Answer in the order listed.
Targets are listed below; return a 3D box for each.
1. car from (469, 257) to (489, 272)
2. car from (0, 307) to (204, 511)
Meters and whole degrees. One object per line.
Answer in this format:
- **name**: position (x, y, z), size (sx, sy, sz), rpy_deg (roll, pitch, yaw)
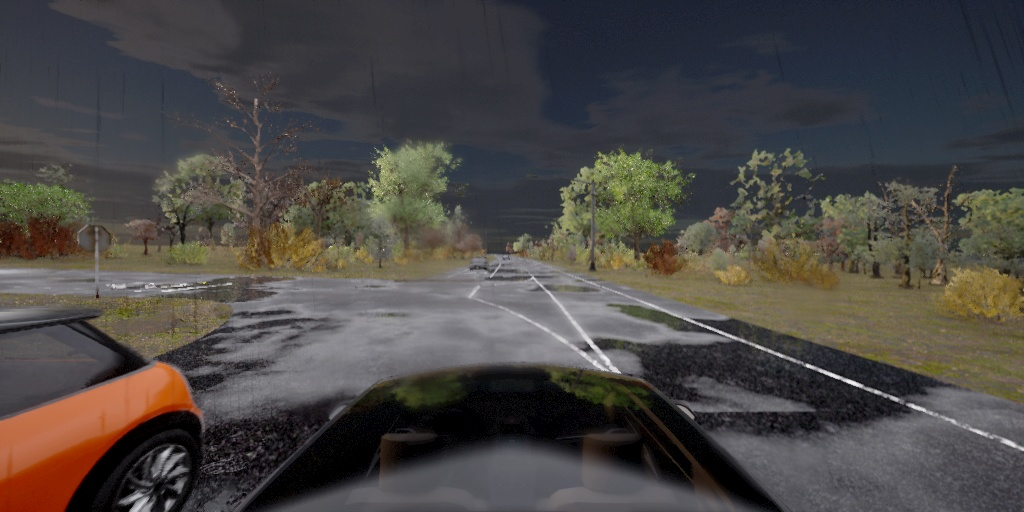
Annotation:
- **car**: position (-3.538, 0.915, 39.060), size (1.837, 1.490, 4.892), rpy_deg (0, 1, 0)
- **car**: position (-3.502, 1.123, 0.880), size (2.097, 1.767, 4.553), rpy_deg (0, 0, 0)
